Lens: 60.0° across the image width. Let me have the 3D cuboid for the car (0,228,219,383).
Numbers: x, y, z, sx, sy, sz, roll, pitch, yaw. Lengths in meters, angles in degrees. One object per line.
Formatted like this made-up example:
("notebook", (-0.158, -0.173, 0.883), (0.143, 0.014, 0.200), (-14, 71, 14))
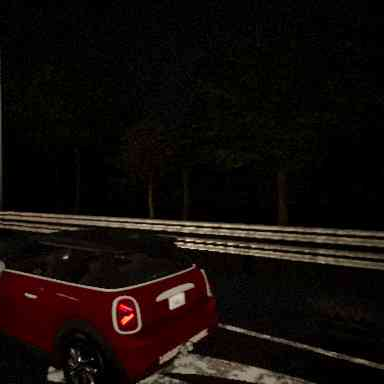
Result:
("car", (-1.912, 1.392, 5.357), (4.553, 1.767, 2.097), (-1, 0, 35))
